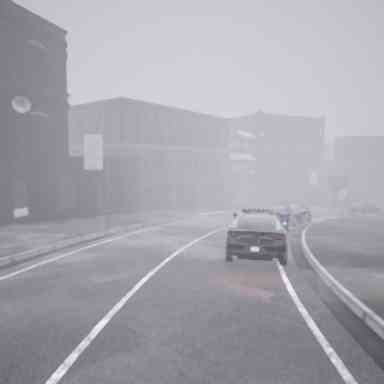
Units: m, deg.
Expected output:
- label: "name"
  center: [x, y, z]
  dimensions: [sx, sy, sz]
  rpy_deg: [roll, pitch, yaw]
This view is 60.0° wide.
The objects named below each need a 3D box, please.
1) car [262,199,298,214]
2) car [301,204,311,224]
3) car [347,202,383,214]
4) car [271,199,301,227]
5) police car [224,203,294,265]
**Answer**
- label: "car"
  center: [9.385, 1.494, 35.294]
  dimensions: [1.994, 1.385, 4.181]
  rpy_deg: [4, 2, 41]
- label: "car"
  center: [7.952, 1.584, 25.800]
  dimensions: [1.812, 1.442, 4.674]
  rpy_deg: [3, 1, 31]
- label: "car"
  center: [21.710, 2.018, 41.699]
  dimensions: [5.357, 1.411, 2.033]
  rpy_deg: [2, 3, -33]
- label: "car"
  center: [5.325, 1.487, 20.762]
  dimensions: [1.882, 1.535, 5.008]
  rpy_deg: [2, 1, 24]
- label: "police car"
  center: [2.343, 1.406, 11.891]
  dimensions: [1.930, 1.638, 5.238]
  rpy_deg: [1, 0, 13]
